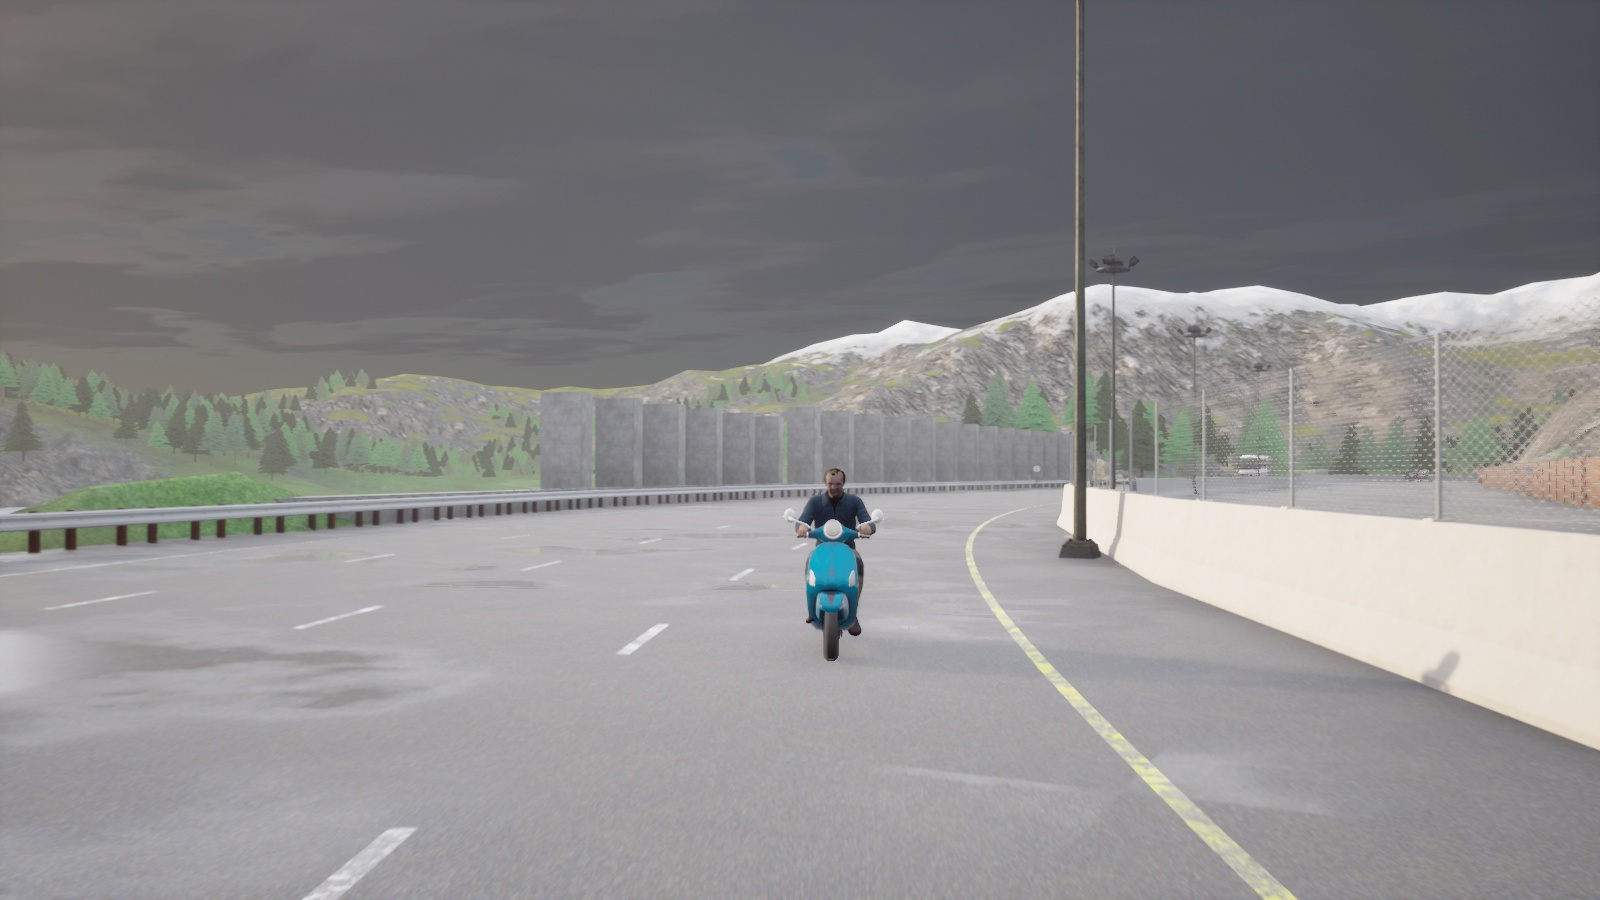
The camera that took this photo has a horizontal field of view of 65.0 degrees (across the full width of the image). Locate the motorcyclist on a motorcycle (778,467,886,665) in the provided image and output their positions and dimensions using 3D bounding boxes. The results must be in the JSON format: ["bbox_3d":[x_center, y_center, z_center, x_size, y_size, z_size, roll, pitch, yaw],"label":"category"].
[{"bbox_3d":[0.310,0.952,11.060,0.866,1.590,1.817,0,-1,3],"label":"motorcyclist on a motorcycle"}]
